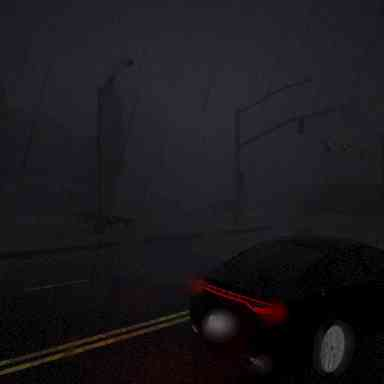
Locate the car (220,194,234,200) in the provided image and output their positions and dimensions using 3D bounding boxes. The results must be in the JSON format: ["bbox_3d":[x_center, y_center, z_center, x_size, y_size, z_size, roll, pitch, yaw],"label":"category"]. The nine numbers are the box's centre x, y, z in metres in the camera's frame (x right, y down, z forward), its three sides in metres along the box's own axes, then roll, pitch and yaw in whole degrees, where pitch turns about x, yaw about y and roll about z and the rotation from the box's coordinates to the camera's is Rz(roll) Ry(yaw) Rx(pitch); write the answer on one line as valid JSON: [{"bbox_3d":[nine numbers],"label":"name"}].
[{"bbox_3d":[10.024,1.395,95.078,3.806,1.475,1.970,0,0,-37],"label":"car"}]

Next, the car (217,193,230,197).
[{"bbox_3d":[7.793,1.395,68.776,3.806,1.475,1.970,0,0,-37],"label":"car"}]

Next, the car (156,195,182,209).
[{"bbox_3d":[-3.215,1.564,46.181,1.994,1.385,4.181,0,0,-35],"label":"car"}]

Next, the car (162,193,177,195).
[{"bbox_3d":[-5.625,1.156,86.861,3.866,1.878,1.905,0,0,-37],"label":"car"}]

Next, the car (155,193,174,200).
[{"bbox_3d":[-7.303,1.153,89.220,4.605,1.855,1.932,0,0,-37],"label":"car"}]

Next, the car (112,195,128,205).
[{"bbox_3d":[-13.435,1.351,60.900,2.097,1.767,4.553,0,0,-35],"label":"car"}]

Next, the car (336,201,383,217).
[{"bbox_3d":[16.404,1.547,31.083,5.357,1.411,2.033,0,0,26],"label":"car"}]

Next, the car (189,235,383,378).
[{"bbox_3d":[2.278,1.478,5.631,5.008,1.535,1.882,0,0,-37],"label":"car"}]

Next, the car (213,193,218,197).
[{"bbox_3d":[6.079,1.156,71.110,3.866,1.878,1.905,0,0,-37],"label":"car"}]

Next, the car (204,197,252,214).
[{"bbox_3d":[3.972,1.547,35.918,2.033,1.411,5.357,0,0,-35],"label":"car"}]
